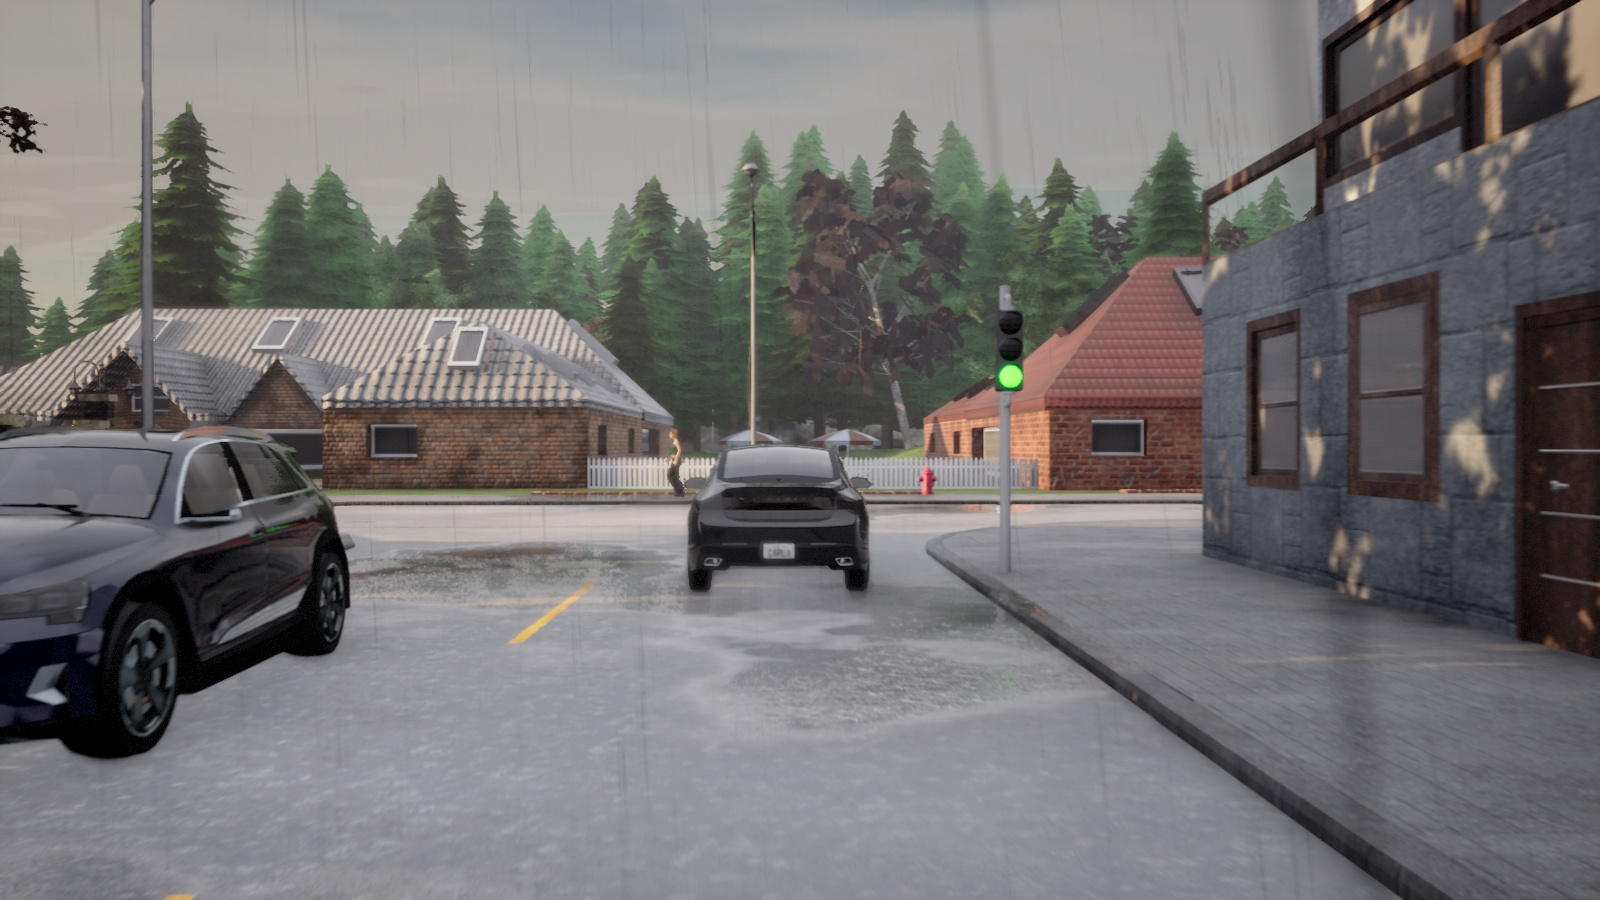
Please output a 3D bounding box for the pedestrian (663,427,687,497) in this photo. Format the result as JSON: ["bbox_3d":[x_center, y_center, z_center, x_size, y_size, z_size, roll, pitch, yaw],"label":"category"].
[{"bbox_3d":[-3.314,0.318,33.309,0.594,1.836,0.345,0,0,-2],"label":"pedestrian"}]

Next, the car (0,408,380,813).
[{"bbox_3d":[-4.192,0.645,7.483,2.033,1.649,4.856,0,0,-4],"label":"car"}]

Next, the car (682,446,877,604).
[{"bbox_3d":[-0.238,0.695,14.285,1.837,1.490,4.892,0,0,-1],"label":"car"}]
